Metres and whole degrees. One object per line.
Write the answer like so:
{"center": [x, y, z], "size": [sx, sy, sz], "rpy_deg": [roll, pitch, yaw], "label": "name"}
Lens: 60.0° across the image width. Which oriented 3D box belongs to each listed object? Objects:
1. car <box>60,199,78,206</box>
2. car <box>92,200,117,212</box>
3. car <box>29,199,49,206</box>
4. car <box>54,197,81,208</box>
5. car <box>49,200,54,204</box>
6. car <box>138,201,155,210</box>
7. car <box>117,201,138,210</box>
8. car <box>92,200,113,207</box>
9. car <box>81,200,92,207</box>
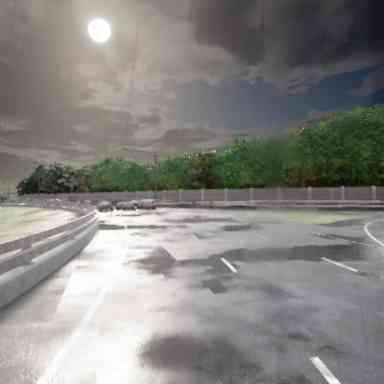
{"center": [-30.125, 2.516, 81.376], "size": [4.892, 1.490, 1.837], "rpy_deg": [-1, -1, 41], "label": "car"}
{"center": [-13.053, 2.102, 49.340], "size": [1.812, 1.442, 4.674], "rpy_deg": [0, 0, -30], "label": "car"}
{"center": [-35.917, 2.374, 77.110], "size": [4.553, 1.767, 2.097], "rpy_deg": [-1, -1, 39], "label": "car"}
{"center": [-24.729, 2.051, 66.008], "size": [2.150, 2.045, 5.566], "rpy_deg": [0, -1, -42], "label": "car"}
{"center": [-32.766, 2.539, 79.036], "size": [4.902, 1.511, 2.128], "rpy_deg": [-1, -1, 39], "label": "car"}
{"center": [-7.538, 2.141, 53.762], "size": [1.994, 1.385, 4.181], "rpy_deg": [0, -1, -31], "label": "car"}
{"center": [-10.519, 2.146, 51.910], "size": [1.994, 1.385, 4.181], "rpy_deg": [0, -1, -31], "label": "car"}
{"center": [-18.865, 2.359, 69.933], "size": [2.033, 1.411, 5.357], "rpy_deg": [0, -1, -42], "label": "car"}
{"center": [-21.767, 2.346, 67.935], "size": [1.812, 1.442, 4.674], "rpy_deg": [0, -1, -42], "label": "car"}
